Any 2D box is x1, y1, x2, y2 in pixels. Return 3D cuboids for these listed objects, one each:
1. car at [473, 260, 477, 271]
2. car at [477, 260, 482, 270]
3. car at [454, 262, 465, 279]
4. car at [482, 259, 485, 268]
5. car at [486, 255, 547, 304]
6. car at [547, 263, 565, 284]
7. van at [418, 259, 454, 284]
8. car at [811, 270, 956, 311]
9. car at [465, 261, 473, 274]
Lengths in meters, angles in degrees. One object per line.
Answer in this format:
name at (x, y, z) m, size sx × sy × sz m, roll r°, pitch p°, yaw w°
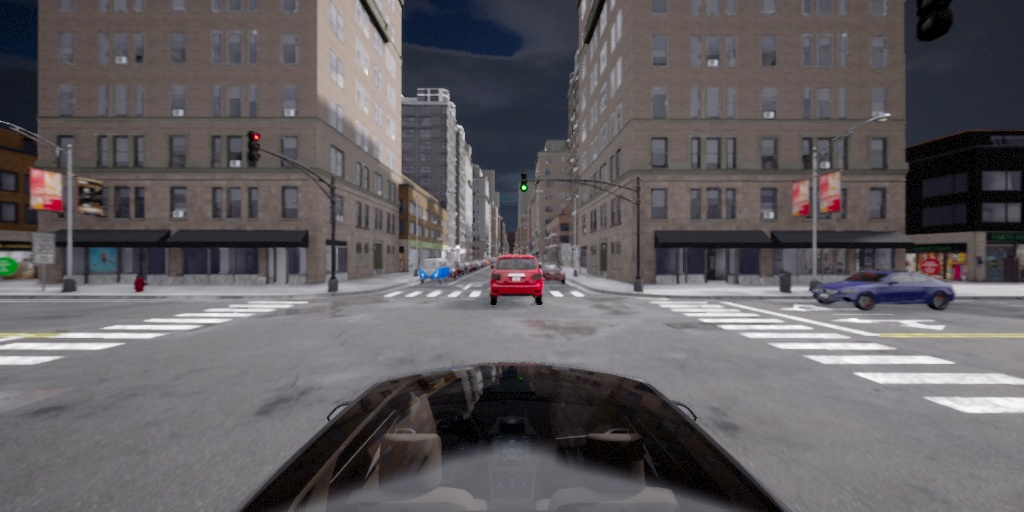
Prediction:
car at (-5.670, 1.351, 43.777) m, size 1.802 × 1.307 × 4.207 m, roll 0°, pitch 0°, yaw 0°
car at (-5.649, 1.337, 49.445) m, size 1.948 × 1.339 × 4.313 m, roll 0°, pitch 0°, yaw 0°
car at (-5.712, 1.203, 32.440) m, size 1.967 × 1.591 × 4.097 m, roll 0°, pitch 0°, yaw 0°
car at (-5.628, 1.298, 54.943) m, size 1.751 × 1.417 × 4.829 m, roll 0°, pitch 0°, yaw 0°
car at (0.183, 0.976, 16.443) m, size 2.150 × 2.045 × 5.566 m, roll 0°, pitch 0°, yaw 0°
car at (2.793, 1.199, 26.742) m, size 1.967 × 1.591 × 4.097 m, roll 0°, pitch 0°, yaw 0°
van at (-5.733, 1.101, 26.772) m, size 1.690 × 1.789 × 3.998 m, roll 0°, pitch 0°, yaw 0°
car at (14.515, 1.293, 14.090) m, size 4.674 × 1.442 × 1.812 m, roll 0°, pitch 0°, yaw -2°
car at (-5.691, 1.332, 38.109) m, size 1.948 × 1.339 × 4.313 m, roll 0°, pitch 0°, yaw 0°
